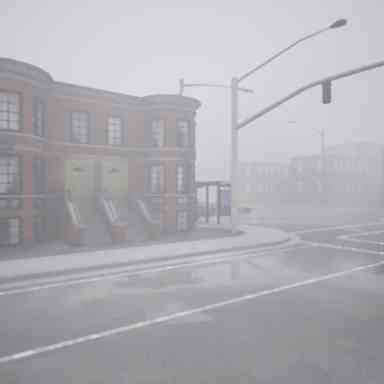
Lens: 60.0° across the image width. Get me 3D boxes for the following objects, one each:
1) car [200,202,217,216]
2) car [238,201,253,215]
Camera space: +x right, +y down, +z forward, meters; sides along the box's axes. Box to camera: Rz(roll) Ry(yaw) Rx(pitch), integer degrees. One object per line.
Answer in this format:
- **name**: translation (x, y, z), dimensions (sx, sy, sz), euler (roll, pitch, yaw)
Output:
- **car**: translation (0.648, 1.513, 33.019), dimensions (1.837, 1.490, 4.892), euler (0, 0, -35)
- **car**: translation (4.075, 1.489, 34.241), dimensions (1.882, 1.535, 5.008), euler (0, 0, -35)
